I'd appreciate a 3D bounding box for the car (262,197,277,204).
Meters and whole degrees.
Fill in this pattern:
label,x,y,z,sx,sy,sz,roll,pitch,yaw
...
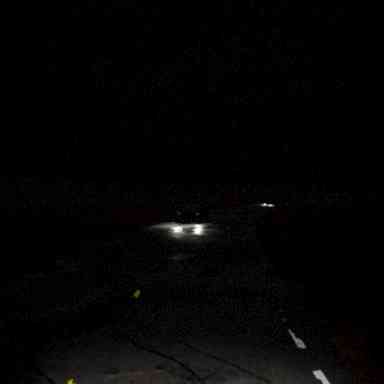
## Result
label,x,y,z,sx,sy,sz,roll,pitch,yaw
car,15.136,1.677,64.919,1.994,1.385,4.181,1,1,31

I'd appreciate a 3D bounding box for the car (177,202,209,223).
label,x,y,z,sx,sy,sz,roll,pitch,yaw
car,0.173,1.598,27.317,1.882,1.535,5.008,0,0,13
